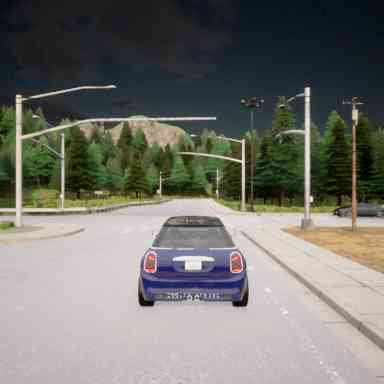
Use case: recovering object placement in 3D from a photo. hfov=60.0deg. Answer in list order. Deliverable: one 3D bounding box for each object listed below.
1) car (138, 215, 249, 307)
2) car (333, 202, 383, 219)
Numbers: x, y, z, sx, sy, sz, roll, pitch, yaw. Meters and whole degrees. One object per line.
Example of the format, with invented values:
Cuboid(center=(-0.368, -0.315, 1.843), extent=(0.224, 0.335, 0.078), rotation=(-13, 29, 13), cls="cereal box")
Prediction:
Cuboid(center=(0.042, 1.348, 8.150), extent=(2.097, 1.767, 4.553), rotation=(0, 0, 0), cls="car")
Cuboid(center=(14.515, 1.590, 28.770), extent=(4.181, 1.385, 1.994), rotation=(0, 0, 1), cls="car")
